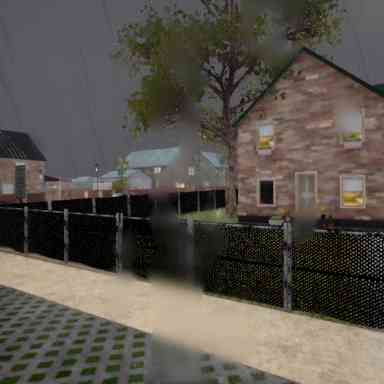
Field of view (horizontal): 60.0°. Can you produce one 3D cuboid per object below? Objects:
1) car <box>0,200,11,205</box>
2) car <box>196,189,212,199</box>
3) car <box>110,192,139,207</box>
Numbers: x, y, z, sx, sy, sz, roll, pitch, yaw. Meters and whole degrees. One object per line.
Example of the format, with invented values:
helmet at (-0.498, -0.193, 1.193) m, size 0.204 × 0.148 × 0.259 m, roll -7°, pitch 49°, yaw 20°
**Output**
car at (-12.728, 1.170, 19.885) m, size 2.033 × 1.411 × 5.357 m, roll -1°, pitch 2°, yaw 33°
car at (1.347, 0.307, 39.576) m, size 2.033 × 1.411 × 5.357 m, roll -1°, pitch 2°, yaw 36°
car at (-6.021, 0.751, 29.374) m, size 2.033 × 1.411 × 5.357 m, roll -1°, pitch 2°, yaw 35°
